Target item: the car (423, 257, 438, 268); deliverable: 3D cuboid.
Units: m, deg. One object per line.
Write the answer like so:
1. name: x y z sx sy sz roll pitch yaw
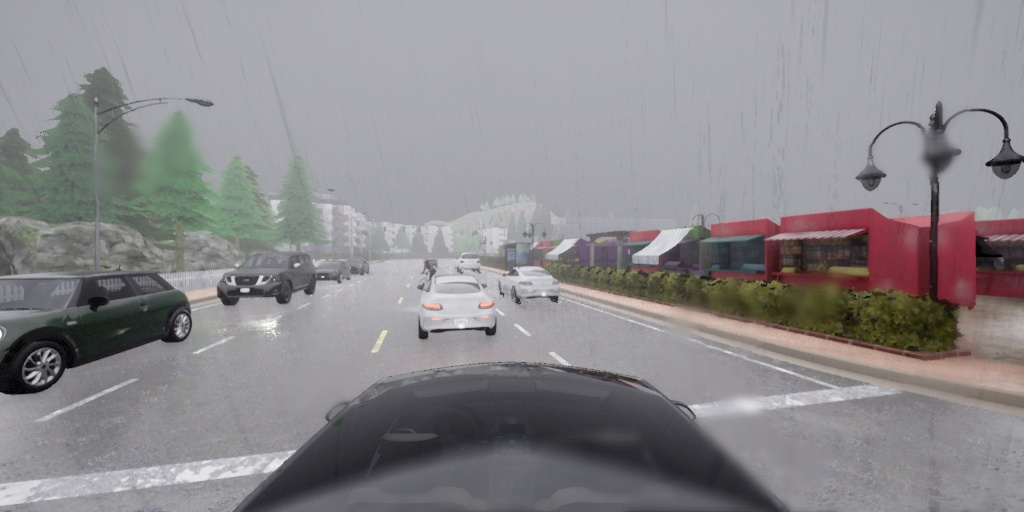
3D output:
1. car: -11.531 0.890 50.815 1.837 1.490 4.892 0 0 -13

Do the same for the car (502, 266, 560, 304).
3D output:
1. car: 0.649 1.179 15.767 1.812 1.442 4.674 0 0 -14

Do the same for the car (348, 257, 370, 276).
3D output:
1. car: -14.632 0.869 33.311 2.097 1.767 4.553 0 0 -13

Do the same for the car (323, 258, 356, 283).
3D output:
1. car: -12.704 1.082 25.338 1.837 1.490 4.892 0 0 -14

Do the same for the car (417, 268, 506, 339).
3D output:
1. car: -1.602 1.223 9.896 1.812 1.442 4.674 0 0 -13

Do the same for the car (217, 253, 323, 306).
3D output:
1. car: -10.366 0.872 15.728 2.150 2.045 5.566 0 0 -14

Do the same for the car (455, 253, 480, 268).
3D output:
1. car: -4.686 0.707 37.601 2.150 2.045 5.566 0 0 -14

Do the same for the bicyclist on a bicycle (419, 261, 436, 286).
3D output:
1. bicyclist on a bicycle: -4.568 1.075 19.706 0.582 1.620 1.656 0 1 24

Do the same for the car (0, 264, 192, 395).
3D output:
1. car: -8.096 1.074 6.311 2.097 1.767 4.553 0 0 -13
